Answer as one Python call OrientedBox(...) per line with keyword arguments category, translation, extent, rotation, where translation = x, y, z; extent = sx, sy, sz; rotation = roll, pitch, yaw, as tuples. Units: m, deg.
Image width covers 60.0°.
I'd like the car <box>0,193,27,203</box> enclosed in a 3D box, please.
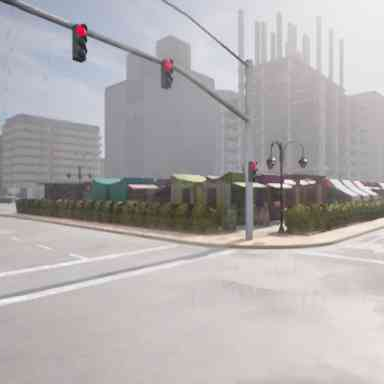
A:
OrientedBox(category="car", translation=(-32.477, 1.071, 61.269), extent=(1.905, 1.878, 3.866), rotation=(0, 0, 42))
